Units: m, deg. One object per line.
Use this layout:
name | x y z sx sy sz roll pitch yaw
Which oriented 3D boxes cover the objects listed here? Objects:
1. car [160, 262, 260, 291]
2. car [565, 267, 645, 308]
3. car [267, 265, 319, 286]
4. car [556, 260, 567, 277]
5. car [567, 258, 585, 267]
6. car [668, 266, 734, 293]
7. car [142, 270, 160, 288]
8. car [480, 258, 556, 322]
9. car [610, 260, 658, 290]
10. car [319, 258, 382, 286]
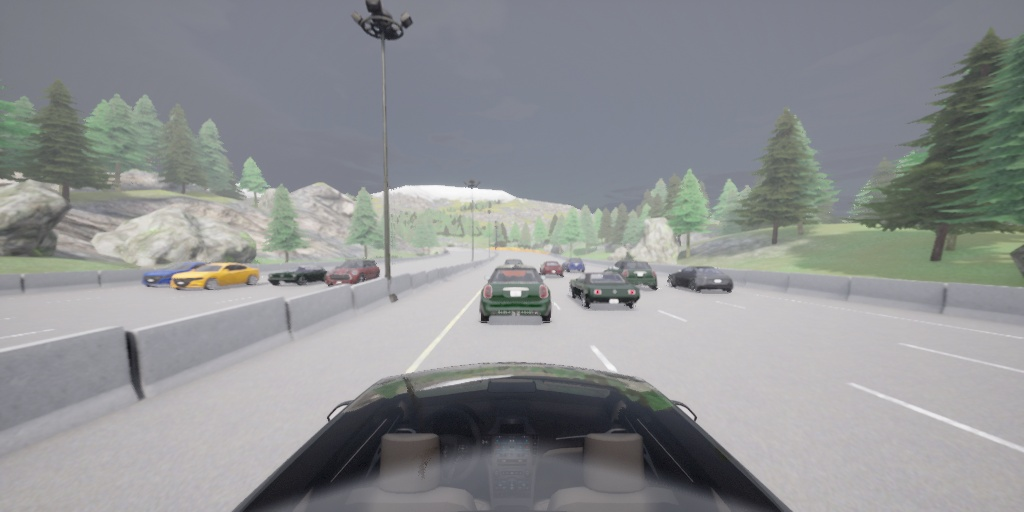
car | -17.528 1.157 21.490 1.882 1.535 5.008 0 0 1
car | 3.609 1.307 14.887 1.895 1.301 4.718 0 0 0
car | -13.998 1.275 24.041 1.895 1.301 4.718 0 0 1
car | 3.612 1.180 33.325 1.812 1.442 4.674 0 0 0
car | 7.132 0.984 41.875 2.097 1.767 4.553 0 0 0
car | 10.614 1.257 20.481 1.994 1.385 4.181 0 0 0
car | -21.007 1.151 23.360 1.882 1.535 5.008 0 0 1
car | 0.107 1.065 12.212 2.097 1.767 4.553 0 0 0
car | 7.115 1.041 21.987 2.097 1.767 4.553 0 0 0
car | -10.500 1.026 24.060 2.097 1.767 4.553 0 0 0
